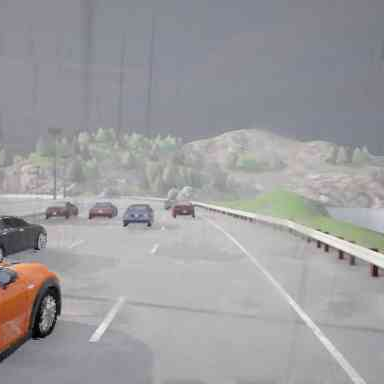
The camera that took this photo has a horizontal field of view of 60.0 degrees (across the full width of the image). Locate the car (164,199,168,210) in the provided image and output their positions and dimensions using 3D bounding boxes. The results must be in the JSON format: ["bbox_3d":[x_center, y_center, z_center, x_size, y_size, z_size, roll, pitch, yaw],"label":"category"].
[{"bbox_3d":[-2.510,1.571,42.353,2.033,1.411,5.357,0,0,-10],"label":"car"}]

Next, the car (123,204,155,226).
[{"bbox_3d":[-3.679,1.561,23.313,2.033,1.411,5.357,0,0,-4],"label":"car"}]

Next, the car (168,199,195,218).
[{"bbox_3d":[-0.887,1.494,30.718,1.882,1.535,5.008,0,0,-6],"label":"car"}]

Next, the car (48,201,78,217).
[{"bbox_3d":[-11.234,1.547,28.882,1.812,1.442,4.674,0,0,-6],"label":"car"}]

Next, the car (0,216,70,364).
[{"bbox_3d":[-3.289,1.356,3.757,2.097,1.767,4.553,0,0,2],"label":"car"}]

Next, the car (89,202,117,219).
[{"bbox_3d":[-7.794,1.583,29.465,1.994,1.385,4.181,0,0,-6],"label":"car"}]

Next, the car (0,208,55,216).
[{"bbox_3d":[-6.703,1.515,11.348,1.837,1.490,4.892,0,0,0],"label":"car"}]
